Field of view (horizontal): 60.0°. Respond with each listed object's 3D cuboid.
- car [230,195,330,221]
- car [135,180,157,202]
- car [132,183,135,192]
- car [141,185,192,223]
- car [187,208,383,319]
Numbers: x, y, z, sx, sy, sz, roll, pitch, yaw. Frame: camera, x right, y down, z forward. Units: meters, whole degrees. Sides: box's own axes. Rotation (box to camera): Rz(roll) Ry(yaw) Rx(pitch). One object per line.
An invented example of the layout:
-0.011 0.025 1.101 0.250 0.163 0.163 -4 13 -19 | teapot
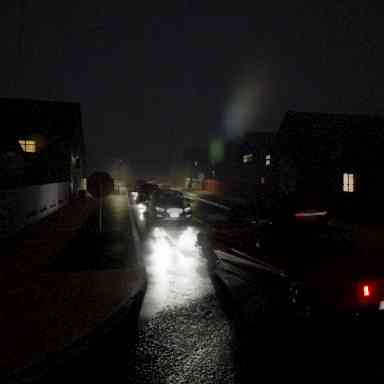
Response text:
3.224 0.886 13.370 2.128 1.511 4.902 -2 3 -24 | car
-3.634 0.004 28.534 1.882 1.535 5.008 0 3 -12 | car
-6.648 -0.772 43.068 1.837 1.490 4.892 1 3 -12 | car
-1.259 0.641 17.195 2.128 1.511 4.902 1 3 -12 | car
1.903 1.320 7.023 1.895 1.301 4.718 -1 3 -29 | car
